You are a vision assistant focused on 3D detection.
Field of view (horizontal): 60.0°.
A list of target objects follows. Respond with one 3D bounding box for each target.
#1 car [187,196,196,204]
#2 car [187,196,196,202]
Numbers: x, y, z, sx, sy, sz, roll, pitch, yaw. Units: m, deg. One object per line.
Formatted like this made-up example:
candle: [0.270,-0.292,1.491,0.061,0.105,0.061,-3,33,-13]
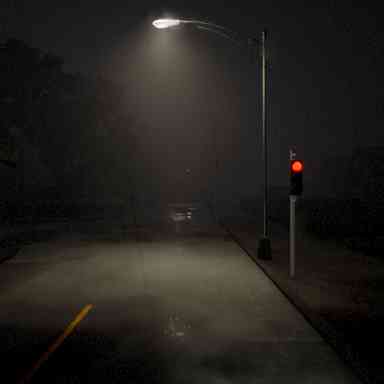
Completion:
car: [-0.085,1.627,67.462,1.812,1.442,4.674,0,0,0]
car: [-0.098,1.544,77.495,1.895,1.301,4.718,0,0,0]
